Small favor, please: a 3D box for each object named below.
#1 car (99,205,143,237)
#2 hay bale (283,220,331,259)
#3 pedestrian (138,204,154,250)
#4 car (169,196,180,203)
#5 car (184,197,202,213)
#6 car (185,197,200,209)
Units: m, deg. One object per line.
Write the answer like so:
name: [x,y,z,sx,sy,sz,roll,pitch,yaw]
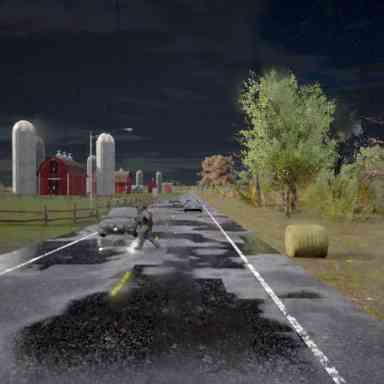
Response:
car: [-3.577,1.501,17.956,1.837,1.490,4.892,0,0,0]
hay bale: [4.021,1.652,11.752,1.220,1.180,1.240,1,1,0]
pedestrian: [-1.750,1.292,12.685,0.375,1.860,0.375,-1,1,-2]
car: [-3.447,1.555,65.759,1.994,1.385,4.181,0,0,1]
car: [0.134,1.554,37.047,1.994,1.385,4.181,0,0,0]
car: [0.094,1.479,46.952,2.128,1.511,4.902,0,0,1]
